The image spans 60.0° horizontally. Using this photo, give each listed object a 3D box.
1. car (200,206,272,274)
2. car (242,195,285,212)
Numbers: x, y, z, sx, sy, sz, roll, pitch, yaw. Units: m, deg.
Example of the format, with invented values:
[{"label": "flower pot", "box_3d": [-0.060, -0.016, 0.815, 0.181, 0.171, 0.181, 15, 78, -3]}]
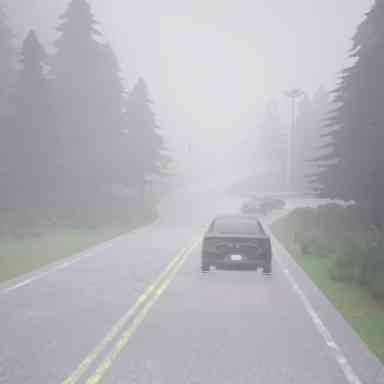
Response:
[{"label": "car", "box_3d": [1.373, 1.438, 10.555, 1.882, 1.535, 5.008, 1, 0, 7]}, {"label": "car", "box_3d": [5.931, 0.961, 27.489, 2.033, 1.411, 5.357, 0, 5, 35]}]
